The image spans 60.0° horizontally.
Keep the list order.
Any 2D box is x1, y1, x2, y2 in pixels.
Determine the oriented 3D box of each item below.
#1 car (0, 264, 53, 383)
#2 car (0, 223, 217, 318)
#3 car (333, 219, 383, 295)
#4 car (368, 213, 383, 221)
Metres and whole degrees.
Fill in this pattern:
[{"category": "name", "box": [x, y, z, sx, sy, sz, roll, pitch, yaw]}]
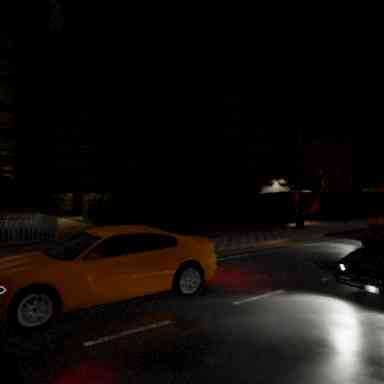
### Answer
[{"category": "car", "box": [-3.646, 1.561, 1.379, 5.357, 1.411, 2.033, 0, 0, -36]}, {"category": "car", "box": [-1.750, 1.473, 7.051, 5.008, 1.535, 1.882, 0, 0, -36]}, {"category": "car", "box": [5.698, 1.511, 8.090, 5.357, 1.411, 2.033, 0, 0, -36]}, {"category": "car", "box": [10.050, 1.410, 15.511, 5.008, 1.535, 1.882, 0, 0, -36]}]
